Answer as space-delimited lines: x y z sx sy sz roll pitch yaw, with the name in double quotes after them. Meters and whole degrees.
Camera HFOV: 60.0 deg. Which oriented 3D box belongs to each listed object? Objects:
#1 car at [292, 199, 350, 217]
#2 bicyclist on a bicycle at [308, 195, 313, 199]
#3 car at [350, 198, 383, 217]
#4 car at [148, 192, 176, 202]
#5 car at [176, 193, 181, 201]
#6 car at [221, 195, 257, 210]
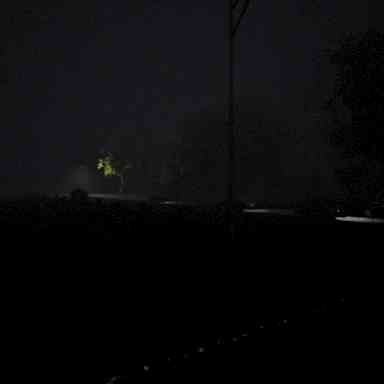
10.578 1.299 28.150 1.994 1.385 4.181 0 1 -33 "car"
12.757 1.094 35.730 1.656 1.620 0.582 0 1 -33 "bicyclist on a bicycle"
13.988 1.232 28.238 1.882 1.535 5.008 0 1 -32 "car"
-5.131 0.826 52.242 2.033 1.411 5.357 0 1 -33 "car"
-3.670 0.735 55.223 2.128 1.511 4.902 0 1 -33 "car"
5.046 1.103 36.599 1.812 1.442 4.674 0 1 -33 "car"
